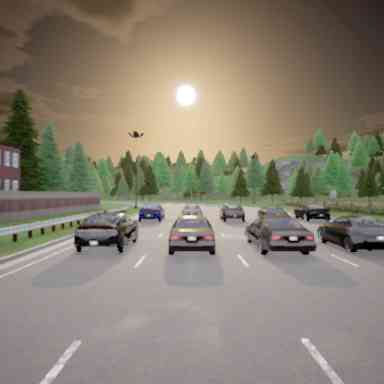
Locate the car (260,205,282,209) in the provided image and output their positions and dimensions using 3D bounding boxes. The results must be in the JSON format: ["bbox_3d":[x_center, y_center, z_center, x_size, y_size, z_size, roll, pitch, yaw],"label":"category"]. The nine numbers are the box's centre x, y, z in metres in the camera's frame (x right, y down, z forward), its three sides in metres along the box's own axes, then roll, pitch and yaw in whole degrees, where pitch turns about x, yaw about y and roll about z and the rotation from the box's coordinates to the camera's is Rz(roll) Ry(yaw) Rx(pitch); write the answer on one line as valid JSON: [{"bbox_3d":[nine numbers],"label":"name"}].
[{"bbox_3d":[6.997,1.836,29.305,1.994,1.385,4.181,0,0,0],"label":"car"}]

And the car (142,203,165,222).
[{"bbox_3d":[-3.500,1.751,29.470,1.882,1.535,5.008,0,0,0],"label":"car"}]

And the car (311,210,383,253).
[{"bbox_3d":[7.000,1.697,14.306,1.994,1.385,4.181,0,0,0],"label":"car"}]

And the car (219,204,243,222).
[{"bbox_3d":[3.498,1.764,29.296,2.128,1.511,4.902,0,0,0],"label":"car"}]

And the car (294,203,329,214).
[{"bbox_3d":[10.499,1.751,29.479,1.882,1.535,5.008,0,0,0],"label":"car"}]

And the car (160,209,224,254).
[{"bbox_3d":[-0.002,1.677,13.989,2.033,1.411,5.357,0,0,0],"label":"car"}]

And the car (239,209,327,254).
[{"bbox_3d":[3.498,1.677,13.990,2.033,1.411,5.357,0,0,0],"label":"car"}]

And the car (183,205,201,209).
[{"bbox_3d":[-0.005,1.816,28.989,2.033,1.411,5.357,0,0,0],"label":"car"}]

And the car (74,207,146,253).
[{"bbox_3d":[-3.499,1.625,14.290,2.128,1.511,4.902,0,0,0],"label":"car"}]
